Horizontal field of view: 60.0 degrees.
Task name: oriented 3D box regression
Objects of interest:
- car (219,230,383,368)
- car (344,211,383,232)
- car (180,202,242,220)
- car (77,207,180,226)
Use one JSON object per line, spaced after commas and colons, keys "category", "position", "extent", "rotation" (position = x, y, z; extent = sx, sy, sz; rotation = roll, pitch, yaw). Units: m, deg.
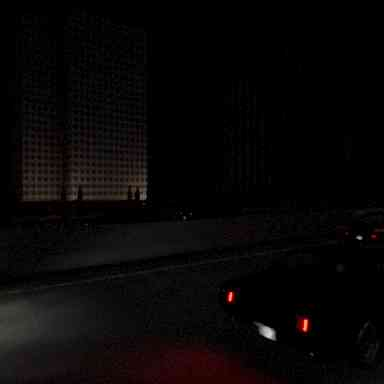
{"category": "car", "position": [2.826, 1.602, 5.763], "extent": [4.718, 1.301, 1.895], "rotation": [0, 0, -36]}
{"category": "car", "position": [8.199, 1.528, 13.895], "extent": [4.674, 1.442, 1.812], "rotation": [0, 0, -36]}
{"category": "car", "position": [1.611, 1.551, 26.639], "extent": [5.357, 1.411, 2.033], "rotation": [0, 0, -36]}
{"category": "car", "position": [-3.614, 1.550, 18.612], "extent": [5.357, 1.411, 2.033], "rotation": [0, 0, -36]}
